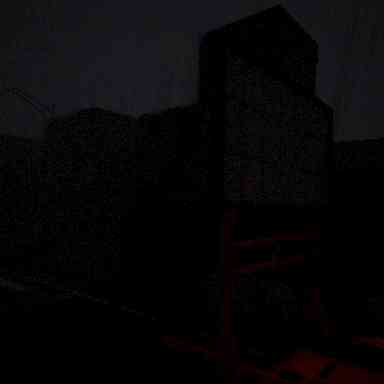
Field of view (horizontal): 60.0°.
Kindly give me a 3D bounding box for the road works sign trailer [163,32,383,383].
[{"bbox_3d":[0.757,0.590,3.452,2.880,3.560,2.380,-1,-4,41],"label":"road works sign trailer"}]
